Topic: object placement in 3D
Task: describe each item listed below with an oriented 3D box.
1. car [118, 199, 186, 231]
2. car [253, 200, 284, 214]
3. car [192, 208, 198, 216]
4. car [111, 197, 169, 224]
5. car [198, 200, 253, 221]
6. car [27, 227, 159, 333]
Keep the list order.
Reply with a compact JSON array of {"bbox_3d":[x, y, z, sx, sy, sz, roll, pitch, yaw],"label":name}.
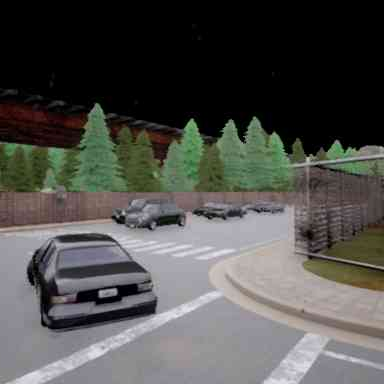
[{"bbox_3d":[-2.417,1.550,22.557,2.097,1.767,4.553,-1,-1,36],"label":"car"},{"bbox_3d":[9.025,1.758,38.226,1.994,1.385,4.181,-1,-1,36],"label":"car"},{"bbox_3d":[2.242,1.789,34.873,2.033,1.411,5.357,-1,-1,37],"label":"car"},{"bbox_3d":[-3.805,1.465,26.595,2.150,2.045,5.566,-1,-1,36],"label":"car"},{"bbox_3d":[3.167,1.744,30.207,2.033,1.411,5.357,-1,-1,36],"label":"car"},{"bbox_3d":[-2.450,1.629,7.334,2.033,1.411,5.357,-1,0,-28],"label":"car"}]
